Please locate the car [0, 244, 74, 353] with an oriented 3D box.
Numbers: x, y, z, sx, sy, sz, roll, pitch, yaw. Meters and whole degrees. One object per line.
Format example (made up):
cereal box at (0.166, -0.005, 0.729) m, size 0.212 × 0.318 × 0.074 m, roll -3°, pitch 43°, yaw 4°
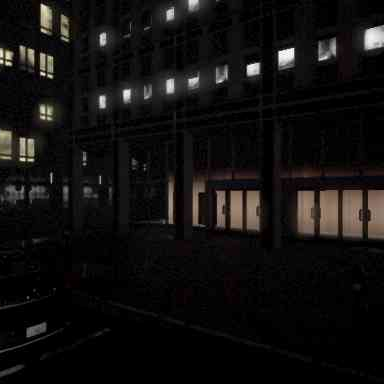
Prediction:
car at (-3.787, 1.549, 5.573) m, size 4.403 × 1.369 × 2.008 m, roll 0°, pitch 0°, yaw 36°
